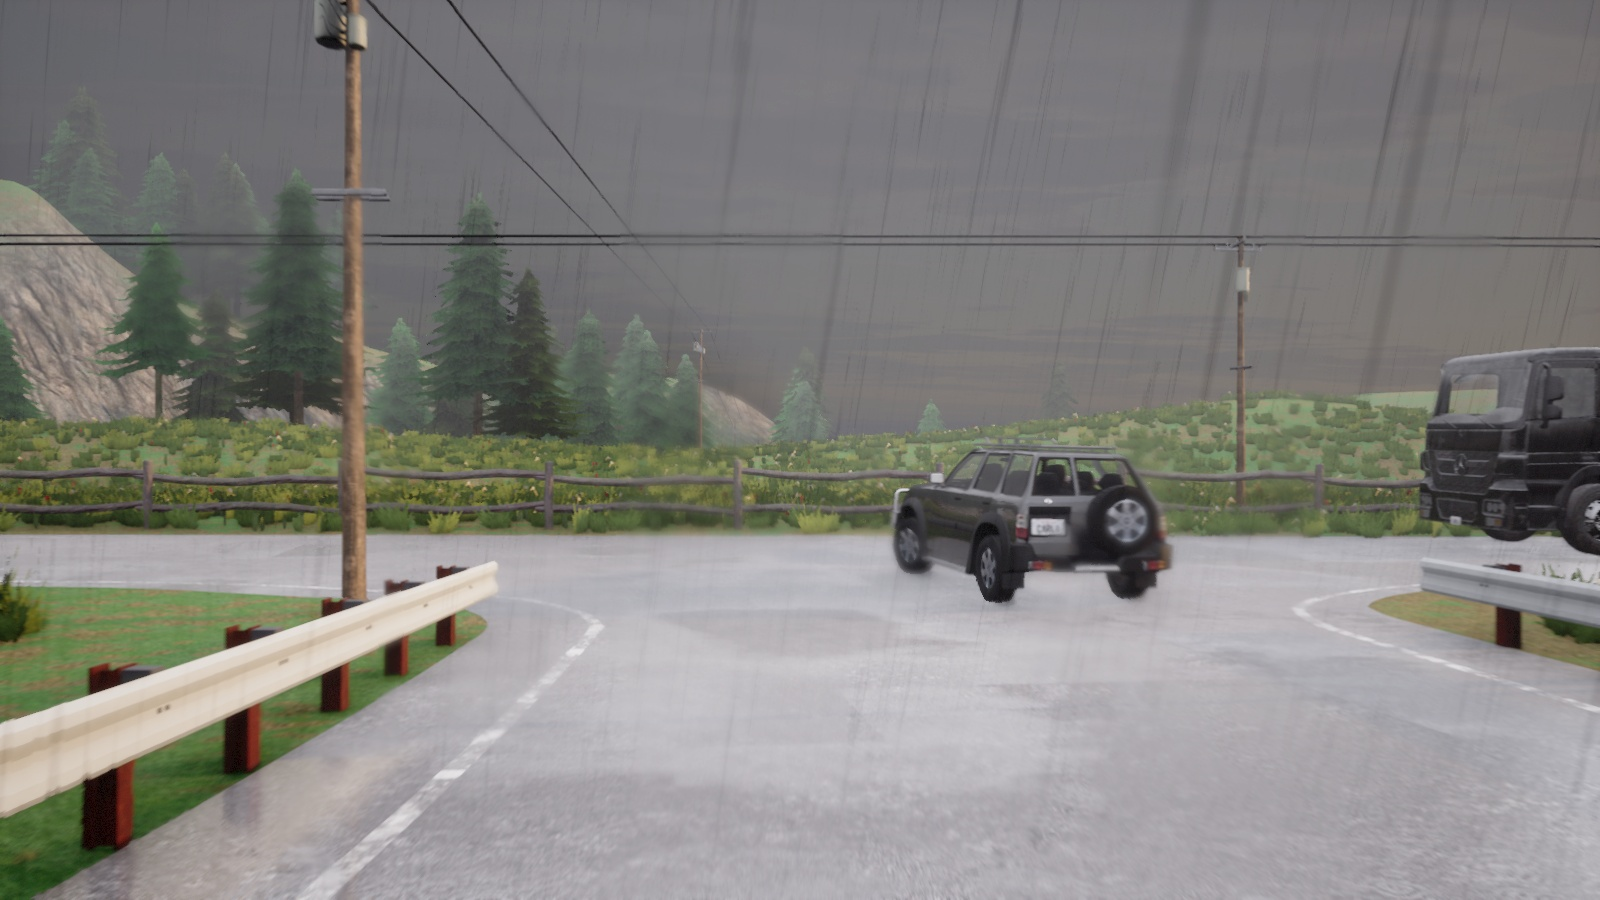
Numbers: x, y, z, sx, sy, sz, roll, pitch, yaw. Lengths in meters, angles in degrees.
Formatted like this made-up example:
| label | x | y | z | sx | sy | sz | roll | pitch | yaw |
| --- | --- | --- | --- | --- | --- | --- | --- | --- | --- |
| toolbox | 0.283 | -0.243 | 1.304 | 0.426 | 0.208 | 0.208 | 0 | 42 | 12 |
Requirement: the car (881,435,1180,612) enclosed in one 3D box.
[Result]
| label | x | y | z | sx | sy | sz | roll | pitch | yaw |
| --- | --- | --- | --- | --- | --- | --- | --- | --- | --- |
| car | 2.654 | 0.763 | 15.775 | 1.932 | 1.855 | 4.605 | 1 | 1 | -14 |

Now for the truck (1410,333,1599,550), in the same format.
| label | x | y | z | sx | sy | sz | roll | pitch | yaw |
| --- | --- | --- | --- | --- | --- | --- | --- | --- | --- |
| truck | 15.149 | -0.176 | 21.585 | 7.936 | 3.462 | 2.891 | 0 | 1 | -2 |
